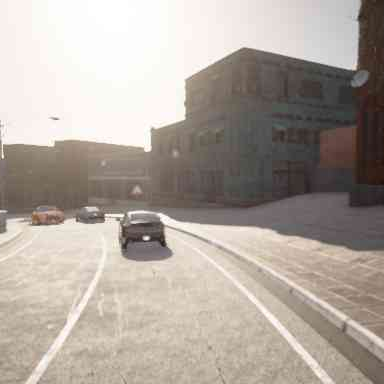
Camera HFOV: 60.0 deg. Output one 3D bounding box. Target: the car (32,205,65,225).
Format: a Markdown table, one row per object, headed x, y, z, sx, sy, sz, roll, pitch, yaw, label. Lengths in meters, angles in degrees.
| x | y | z | sx | sy | sz | roll | pitch | yaw | label |
| --- | --- | --- | --- | --- | --- | --- | --- | --- | --- |
| -13.109 | 2.014 | 30.253 | 2.097 | 1.767 | 4.553 | -2 | -1 | -34 | car |

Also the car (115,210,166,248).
| x | y | z | sx | sy | sz | roll | pitch | yaw | label |
| --- | --- | --- | --- | --- | --- | --- | --- | --- | --- |
| -2.416 | 1.604 | 15.474 | 1.837 | 1.490 | 4.892 | -1 | -1 | -15 | car |

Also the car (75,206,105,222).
| x | y | z | sx | sy | sz | roll | pitch | yaw | label |
| --- | --- | --- | --- | --- | --- | --- | --- | --- | --- |
| -9.928 | 2.097 | 32.088 | 1.994 | 1.385 | 4.181 | -2 | -1 | -33 | car |
